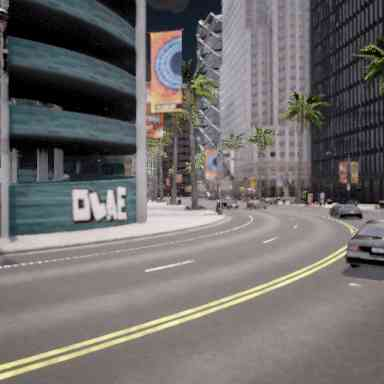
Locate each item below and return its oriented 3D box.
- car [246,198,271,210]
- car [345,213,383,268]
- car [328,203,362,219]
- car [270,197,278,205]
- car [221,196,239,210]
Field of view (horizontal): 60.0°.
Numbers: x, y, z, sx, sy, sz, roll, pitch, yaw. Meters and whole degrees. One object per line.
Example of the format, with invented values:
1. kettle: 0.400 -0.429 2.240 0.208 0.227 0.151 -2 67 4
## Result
1. car: 9.370 1.823 48.570 1.812 1.442 4.674 0 -1 -10
2. car: 6.429 1.596 10.809 2.033 1.411 5.357 -1 0 37
3. car: 14.257 1.718 31.090 1.994 1.385 4.181 0 0 7
4. car: 16.075 1.887 68.570 2.231 1.521 4.892 0 0 -10
5. car: 5.609 1.816 49.780 2.128 1.511 4.902 0 -1 -10
